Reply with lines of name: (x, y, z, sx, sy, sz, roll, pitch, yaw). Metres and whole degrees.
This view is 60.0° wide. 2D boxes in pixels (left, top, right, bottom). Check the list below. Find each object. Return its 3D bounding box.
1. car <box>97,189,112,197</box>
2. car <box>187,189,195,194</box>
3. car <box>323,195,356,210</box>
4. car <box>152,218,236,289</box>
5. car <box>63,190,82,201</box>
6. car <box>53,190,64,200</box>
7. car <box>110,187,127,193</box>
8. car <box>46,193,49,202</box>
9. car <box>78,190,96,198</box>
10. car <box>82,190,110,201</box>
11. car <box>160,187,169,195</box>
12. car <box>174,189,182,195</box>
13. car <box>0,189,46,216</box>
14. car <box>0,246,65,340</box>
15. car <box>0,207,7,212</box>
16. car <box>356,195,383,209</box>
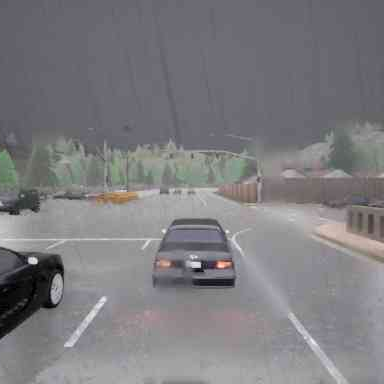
car: (-17.672, 0.250, 67.379, 1.882, 1.535, 5.008, 0, 1, 0)
car: (-0.224, -0.060, 87.914, 1.994, 1.385, 4.181, 0, 1, 0)
car: (15.818, 0.973, 32.699, 5.357, 1.411, 2.033, 0, 1, 2)
car: (0.089, 1.417, 8.986, 2.033, 1.411, 5.357, 0, 1, 1)
car: (-17.726, 0.609, 51.961, 2.033, 1.411, 5.357, 0, 1, 0)
car: (-21.221, 0.486, 54.814, 1.882, 1.535, 5.008, 0, 2, 0)
car: (-14.181, 0.024, 65.777, 2.150, 2.045, 5.566, 0, 1, 0)
car: (-21.212, 0.692, 45.325, 1.837, 1.490, 4.892, 0, 1, 0)
car: (-21.171, 0.304, 67.056, 2.128, 1.511, 4.902, 0, 1, 0)
car: (-14.220, 0.462, 49.447, 2.097, 1.767, 4.553, 0, 1, 0)
car: (-7.224, -0.386, 87.825, 2.150, 2.045, 5.566, 0, 1, 0)
car: (-3.724, -0.084, 87.736, 2.128, 1.511, 4.902, 0, 1, 0)
car: (-14.169, 0.762, 26.531, 2.150, 2.045, 5.566, 0, 1, 0)
car: (-3.453, 1.421, 4.613, 1.882, 1.535, 5.008, 0, 1, 0)
car: (-6.944, 1.358, 8.136, 1.882, 1.535, 5.008, 0, 1, 0)
car: (17.798, 1.041, 29.131, 5.357, 1.411, 2.033, 0, 1, 2)
